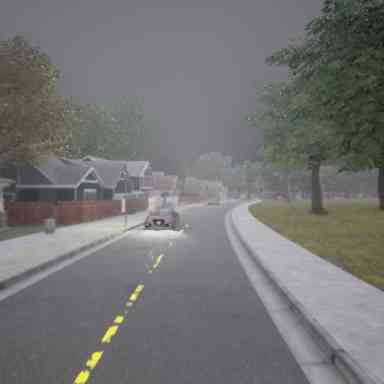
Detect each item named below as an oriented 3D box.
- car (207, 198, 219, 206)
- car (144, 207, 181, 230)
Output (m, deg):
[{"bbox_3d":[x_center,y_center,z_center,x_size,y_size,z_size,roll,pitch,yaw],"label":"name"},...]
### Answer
[{"bbox_3d":[4.071,1.911,63.494,1.837,1.490,4.892,0,0,12],"label":"car"},{"bbox_3d":[-1.900,1.710,22.433,1.994,1.385,4.181,0,0,5],"label":"car"}]
